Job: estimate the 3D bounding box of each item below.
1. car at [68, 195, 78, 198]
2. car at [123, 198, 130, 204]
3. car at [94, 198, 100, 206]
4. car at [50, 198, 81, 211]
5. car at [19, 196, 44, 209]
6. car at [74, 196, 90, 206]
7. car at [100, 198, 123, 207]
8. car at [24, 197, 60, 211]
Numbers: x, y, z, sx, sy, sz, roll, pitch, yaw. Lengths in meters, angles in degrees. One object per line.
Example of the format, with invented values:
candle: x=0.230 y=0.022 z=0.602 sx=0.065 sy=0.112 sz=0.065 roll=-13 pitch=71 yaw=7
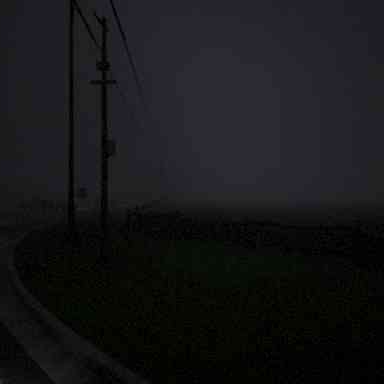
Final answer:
car: x=-25.105 y=1.642 z=71.859 sx=2.150 sy=2.045 sz=5.566 roll=0 pitch=0 yaw=-3
car: x=-14.583 y=1.990 z=71.659 sx=1.895 sy=1.301 sz=4.718 roll=0 pitch=0 yaw=-3
car: x=-17.727 y=1.844 z=64.894 sx=1.882 sy=1.535 sz=5.008 roll=0 pitch=0 yaw=-2
car: x=-16.664 y=1.859 z=44.017 sx=1.895 sy=1.301 sz=4.718 roll=0 pitch=0 yaw=-3
car: x=-23.939 y=1.791 z=49.570 sx=2.128 sy=1.511 sz=4.902 roll=0 pitch=0 yaw=-3
car: x=-21.215 y=1.973 z=64.437 sx=1.895 sy=1.301 sz=4.718 roll=0 pitch=0 yaw=-2
car: x=-13.805 y=1.811 z=57.507 sx=2.128 sy=1.511 sz=4.902 roll=0 pitch=0 yaw=-3
car: x=-20.222 y=1.762 z=45.140 sx=2.128 sy=1.511 sz=4.902 roll=0 pitch=0 yaw=-3
